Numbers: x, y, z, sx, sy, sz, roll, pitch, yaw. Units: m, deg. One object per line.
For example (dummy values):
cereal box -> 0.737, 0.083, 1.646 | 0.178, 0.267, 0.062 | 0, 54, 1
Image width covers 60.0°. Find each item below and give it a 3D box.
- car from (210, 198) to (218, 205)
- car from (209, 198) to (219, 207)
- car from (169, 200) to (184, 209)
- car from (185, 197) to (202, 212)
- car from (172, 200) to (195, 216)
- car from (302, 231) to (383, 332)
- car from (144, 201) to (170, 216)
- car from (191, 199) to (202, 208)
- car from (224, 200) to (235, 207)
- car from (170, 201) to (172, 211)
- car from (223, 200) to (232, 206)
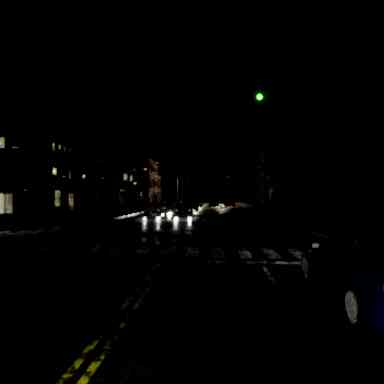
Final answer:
car -> 5.154, 2.196, 78.204 | 1.882, 1.535, 5.008 | 0, -1, 4
car -> 4.457, 2.275, 67.807 | 1.837, 1.490, 4.892 | 0, -1, 4
car -> -2.726, 2.147, 58.839 | 2.128, 1.511, 4.902 | 0, -1, 4
car -> -0.171, 1.770, 48.709 | 2.150, 2.045, 5.566 | 0, -1, 4
car -> -0.904, 1.952, 37.885 | 1.812, 1.442, 4.674 | 0, -1, 2
car -> 3.757, 1.567, 7.008 | 1.882, 1.535, 5.008 | 0, 0, 4
car -> -4.137, 1.948, 38.136 | 1.812, 1.442, 4.674 | 0, -1, 6
car -> 0.861, 2.191, 63.393 | 1.882, 1.535, 5.008 | 0, -1, 4
car -> 7.789, 2.320, 67.426 | 2.033, 1.411, 5.357 | 0, -1, 4
car -> -3.442, 2.031, 48.514 | 2.128, 1.511, 4.902 | 0, -1, 4
car -> 8.399, 2.486, 78.017 | 1.895, 1.301, 4.718 | 0, -1, 4
